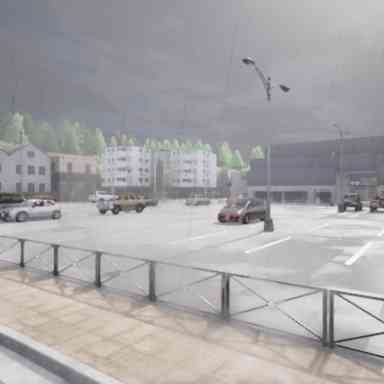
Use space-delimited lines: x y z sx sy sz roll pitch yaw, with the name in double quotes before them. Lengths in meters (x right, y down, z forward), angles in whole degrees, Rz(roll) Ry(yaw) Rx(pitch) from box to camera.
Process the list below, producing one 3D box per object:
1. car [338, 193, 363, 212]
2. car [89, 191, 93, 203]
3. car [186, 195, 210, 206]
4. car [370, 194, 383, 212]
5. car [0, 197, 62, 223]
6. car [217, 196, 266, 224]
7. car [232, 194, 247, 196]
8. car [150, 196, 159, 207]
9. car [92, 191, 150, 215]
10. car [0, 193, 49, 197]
"car" 16.744 1.058 35.095 1.905 1.878 3.866 0 0 35
"car" -14.917 0.904 56.617 2.150 2.045 5.566 0 0 35
"car" 0.857 1.159 45.902 1.970 1.475 3.806 0 0 35
"car" 19.357 1.087 33.757 1.932 1.855 4.605 0 0 35
"car" -11.151 1.298 23.119 1.970 1.475 3.806 0 0 35
"car" 3.474 1.270 22.311 2.007 1.523 4.514 0 0 35
"car" 6.288 1.099 42.468 2.152 1.636 5.027 0 0 35
"car" -6.199 1.215 42.252 2.007 1.523 4.514 0 0 35
"car" -6.295 1.034 30.070 1.932 1.855 4.605 0 0 35
"car" -13.515 1.005 25.534 1.905 1.878 3.866 0 0 35
